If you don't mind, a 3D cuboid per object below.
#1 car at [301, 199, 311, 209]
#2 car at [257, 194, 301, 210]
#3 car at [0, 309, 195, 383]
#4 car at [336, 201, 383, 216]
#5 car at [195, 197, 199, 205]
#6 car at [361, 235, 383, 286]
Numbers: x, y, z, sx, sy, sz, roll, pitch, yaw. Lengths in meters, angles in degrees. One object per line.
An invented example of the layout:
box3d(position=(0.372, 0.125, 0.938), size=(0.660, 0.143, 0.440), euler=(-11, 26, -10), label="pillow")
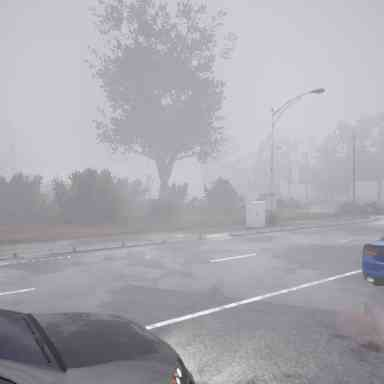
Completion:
box3d(position=(13.621, 1.349, 44.477), size=(2.097, 1.767, 4.553), euler=(0, 0, -33), label="car")
box3d(position=(10.704, 1.222, 42.546), size=(2.150, 2.045, 5.566), euler=(0, 0, -33), label="car")
box3d(position=(-1.975, 1.564, 2.329), size=(4.181, 1.385, 1.994), euler=(0, 0, -36), label="car")
box3d(position=(16.400, 1.564, 32.889), size=(1.994, 1.385, 4.181), euler=(0, 0, -27), label="car")
box3d(position=(2.018, 1.482, 55.920), size=(1.812, 1.442, 4.674), euler=(0, 0, -34), label="car")
box3d(position=(6.159, 1.478, 8.178), size=(5.008, 1.535, 1.882), euler=(0, 0, -36), label="car")
